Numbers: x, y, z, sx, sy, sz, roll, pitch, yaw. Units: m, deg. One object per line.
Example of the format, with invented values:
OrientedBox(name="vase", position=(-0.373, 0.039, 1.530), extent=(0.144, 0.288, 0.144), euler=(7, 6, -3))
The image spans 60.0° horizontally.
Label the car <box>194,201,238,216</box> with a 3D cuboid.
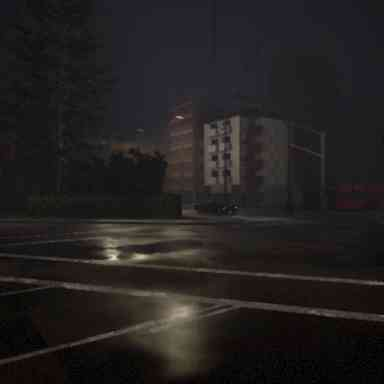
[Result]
OrientedBox(name="car", position=(2.302, 1.536, 32.465), extent=(1.895, 1.301, 4.718), euler=(0, 0, -35))
